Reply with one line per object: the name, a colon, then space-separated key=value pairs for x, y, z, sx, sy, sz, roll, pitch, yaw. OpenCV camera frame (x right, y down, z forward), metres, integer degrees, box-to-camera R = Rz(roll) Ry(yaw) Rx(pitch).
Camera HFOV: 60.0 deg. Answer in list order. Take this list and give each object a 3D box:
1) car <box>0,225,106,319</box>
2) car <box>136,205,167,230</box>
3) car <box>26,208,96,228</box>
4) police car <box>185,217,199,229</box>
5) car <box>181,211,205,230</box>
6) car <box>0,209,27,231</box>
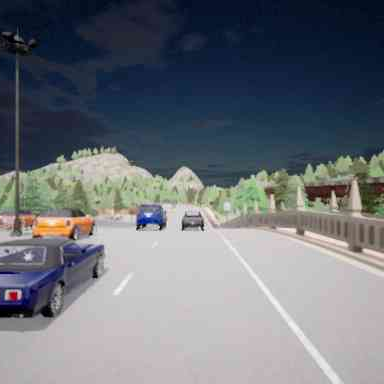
car: x=-3.398 y=1.687 z=7.513 sx=1.895 sy=1.301 sz=4.718 roll=0 pitch=-1 yaw=0
car: x=-3.389 y=2.156 z=28.524 sx=2.150 sy=2.045 sz=5.566 roll=0 pitch=-4 yaw=0
car: x=-6.896 y=1.682 z=18.502 sx=2.097 sy=1.767 sz=4.553 roll=0 pitch=-2 yaw=0
police car: x=0.015 y=4.874 z=51.568 sx=1.930 sy=1.638 sz=5.238 roll=0 pitch=-7 yaw=0
car: x=0.082 y=2.424 z=28.374 sx=2.128 sy=1.511 sz=4.902 roll=0 pitch=-4 yaw=0
car: x=-14.087 y=2.107 z=26.038 sx=2.097 sy=1.767 sz=4.553 roll=0 pitch=-4 yaw=0
